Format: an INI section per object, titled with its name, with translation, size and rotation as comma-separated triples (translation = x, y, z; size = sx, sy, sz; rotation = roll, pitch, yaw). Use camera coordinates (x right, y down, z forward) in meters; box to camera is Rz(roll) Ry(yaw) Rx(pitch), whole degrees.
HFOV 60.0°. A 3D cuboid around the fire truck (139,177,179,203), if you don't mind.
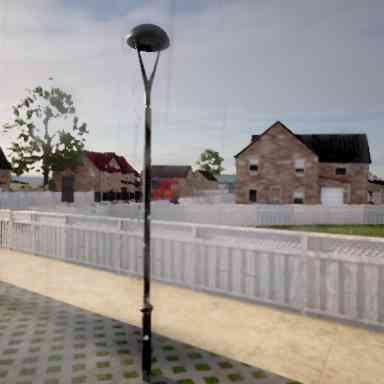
[fire truck]
translation = -4.664, -0.238, 49.143
size = 2.891, 3.827, 8.468
rotation = 3, 1, 18
